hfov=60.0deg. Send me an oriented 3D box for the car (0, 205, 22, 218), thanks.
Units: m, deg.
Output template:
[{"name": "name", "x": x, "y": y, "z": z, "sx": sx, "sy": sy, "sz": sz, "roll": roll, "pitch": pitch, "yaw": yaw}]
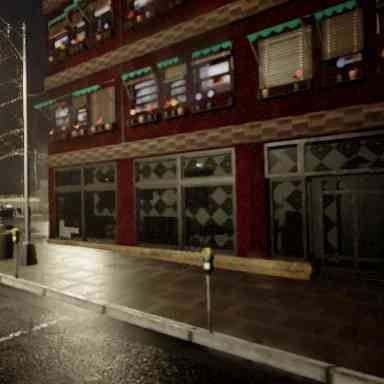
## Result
[{"name": "car", "x": -18.310, "y": 1.881, "z": 31.327, "sx": 1.947, "sy": 1.339, "sz": 4.313, "roll": -2, "pitch": -1, "yaw": 36}]
